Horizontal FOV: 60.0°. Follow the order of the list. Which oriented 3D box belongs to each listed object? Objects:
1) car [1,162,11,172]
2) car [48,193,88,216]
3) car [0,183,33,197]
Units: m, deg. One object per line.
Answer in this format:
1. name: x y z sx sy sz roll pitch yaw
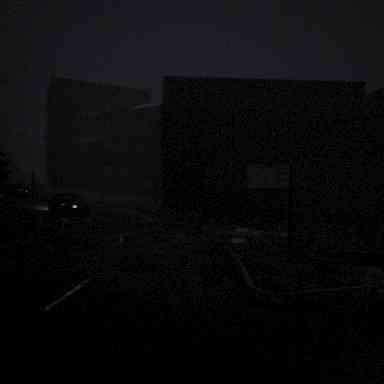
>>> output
1. car: -47.729 -5.869 80.310 5.566 2.045 2.435 -2 7 -43
2. car: -8.716 0.780 23.292 1.994 1.385 4.181 0 4 -33
3. car: -18.973 -0.249 35.044 4.181 1.385 1.994 4 2 19
